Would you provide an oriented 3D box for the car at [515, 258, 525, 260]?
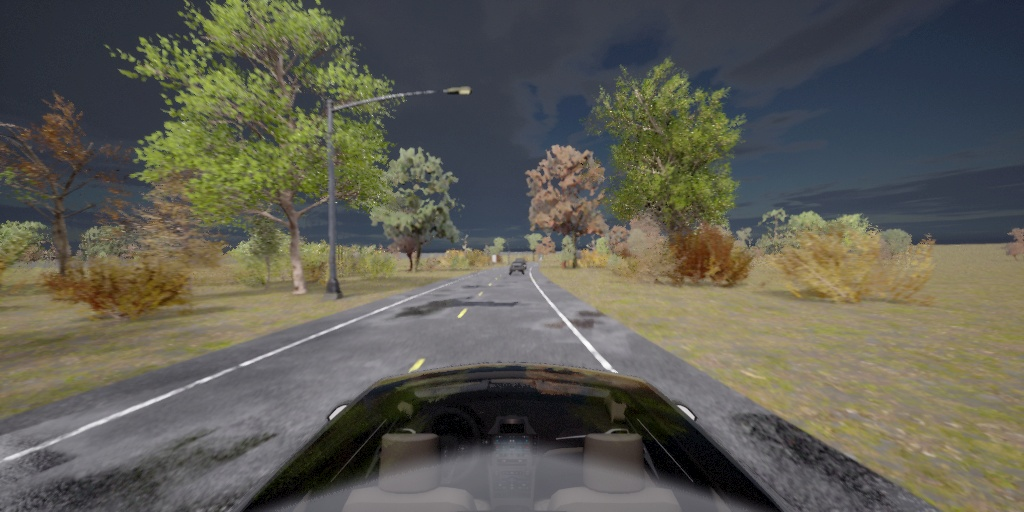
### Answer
[{"bbox_3d":[1.484,1.406,62.582,2.150,2.045,5.566,-1,-1,4],"label":"car"}]

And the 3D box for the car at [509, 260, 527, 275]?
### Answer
[{"bbox_3d":[0.647,1.547,44.989,1.837,1.490,4.892,-1,-1,2],"label":"car"}]
